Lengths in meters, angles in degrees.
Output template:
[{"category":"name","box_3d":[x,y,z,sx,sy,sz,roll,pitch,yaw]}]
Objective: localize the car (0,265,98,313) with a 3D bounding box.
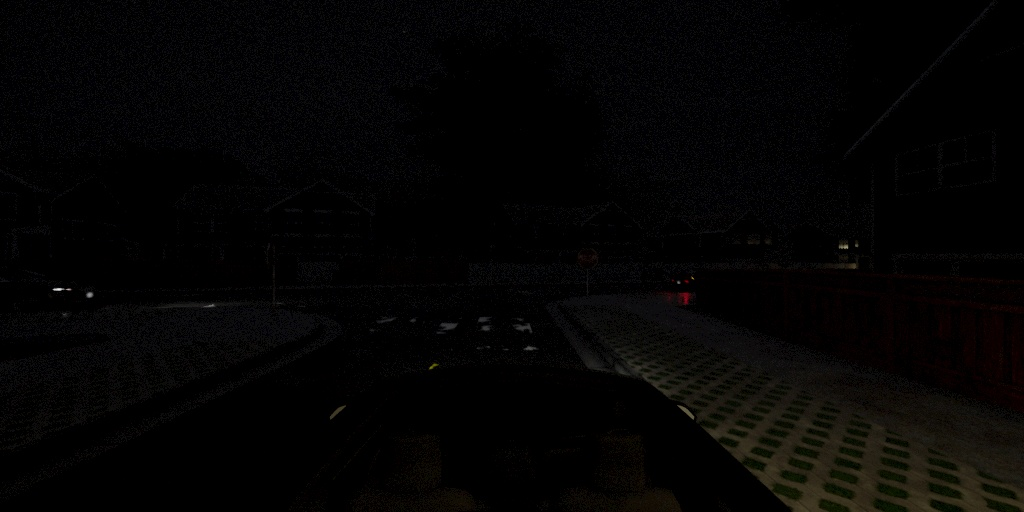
[{"category":"car","box_3d":[-16.945,1.053,11.580,4.902,1.511,2.128,1,0,-20]}]

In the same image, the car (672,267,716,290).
[{"category":"car","box_3d":[12.211,1.429,22.428,4.674,1.442,1.812,1,0,-20]}]
